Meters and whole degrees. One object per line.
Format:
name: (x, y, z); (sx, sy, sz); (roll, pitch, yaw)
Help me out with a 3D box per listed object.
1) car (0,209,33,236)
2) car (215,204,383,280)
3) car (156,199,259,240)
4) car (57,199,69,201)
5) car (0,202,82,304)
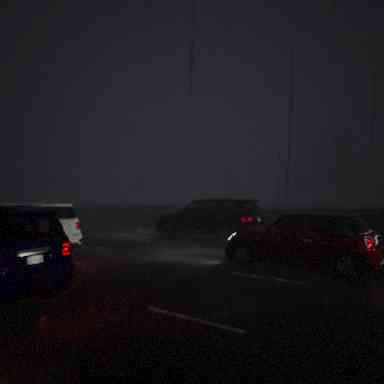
car: (-12.857, 1.879, 21.760); (5.357, 1.411, 2.033); (-1, -1, 35)
car: (3.282, 1.397, 10.251); (4.553, 1.767, 2.097); (-1, -1, 35)
car: (0.804, 1.349, 16.299); (5.566, 2.045, 2.150); (-1, 0, 35)
car: (-6.662, 1.409, 13.042); (5.566, 2.045, 2.150); (-1, 0, 35)
car: (-5.017, 1.343, 7.570); (5.566, 2.045, 2.150); (-1, 0, 35)
